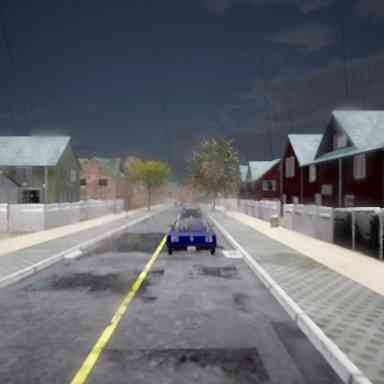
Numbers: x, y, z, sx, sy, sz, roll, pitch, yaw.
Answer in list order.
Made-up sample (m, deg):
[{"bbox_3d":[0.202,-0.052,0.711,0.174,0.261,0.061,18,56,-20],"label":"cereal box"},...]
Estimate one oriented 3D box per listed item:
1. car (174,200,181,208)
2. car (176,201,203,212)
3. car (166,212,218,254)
[{"bbox_3d":[-2.802,2.554,71.013,2.128,1.511,4.902,0,-1,0],"label":"car"},{"bbox_3d":[-0.018,1.838,29.307,2.128,1.511,4.902,0,-1,0],"label":"car"},{"bbox_3d":[-0.009,1.752,14.107,1.895,1.301,4.718,0,-1,0],"label":"car"}]
